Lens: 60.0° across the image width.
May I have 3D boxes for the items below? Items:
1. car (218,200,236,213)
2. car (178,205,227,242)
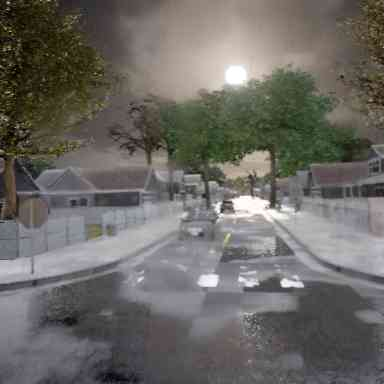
[{"bbox_3d":[4.545,1.832,42.463,1.837,1.490,4.892,-2,-1,9],"label":"car"},{"bbox_3d":[0.505,1.698,17.896,2.128,1.511,4.902,-2,-1,9],"label":"car"}]
